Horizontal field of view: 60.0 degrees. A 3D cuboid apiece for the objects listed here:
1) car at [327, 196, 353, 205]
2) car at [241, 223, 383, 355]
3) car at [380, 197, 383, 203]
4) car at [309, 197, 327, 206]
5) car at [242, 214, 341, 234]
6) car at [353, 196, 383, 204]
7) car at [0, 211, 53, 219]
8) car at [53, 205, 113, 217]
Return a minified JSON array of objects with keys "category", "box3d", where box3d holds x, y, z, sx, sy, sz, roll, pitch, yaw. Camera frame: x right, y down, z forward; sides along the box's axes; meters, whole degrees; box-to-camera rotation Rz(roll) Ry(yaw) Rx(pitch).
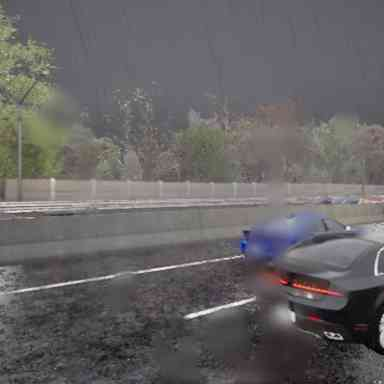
[{"category":"car","box3d":[20.680,1.276,44.474,4.553,1.767,2.097,0,0,-35]},{"category":"car","box3d":[3.301,1.489,6.096,4.892,1.490,1.837,0,0,-35]},{"category":"car","box3d":[24.094,1.527,38.323,4.718,1.301,1.895,0,0,-35]},{"category":"car","box3d":[18.679,1.432,47.340,4.892,1.490,1.837,1,0,-35]},{"category":"car","box3d":[3.807,1.456,10.751,5.008,1.535,1.882,0,0,-35]},{"category":"car","box3d":[22.677,1.276,41.602,4.553,1.767,2.097,0,0,-35]},{"category":"car","box3d":[-9.289,1.545,14.562,5.357,1.411,2.033,0,0,-35]},{"category":"car","box3d":[-8.260,1.584,23.889,4.718,1.301,1.895,0,0,-35]}]
